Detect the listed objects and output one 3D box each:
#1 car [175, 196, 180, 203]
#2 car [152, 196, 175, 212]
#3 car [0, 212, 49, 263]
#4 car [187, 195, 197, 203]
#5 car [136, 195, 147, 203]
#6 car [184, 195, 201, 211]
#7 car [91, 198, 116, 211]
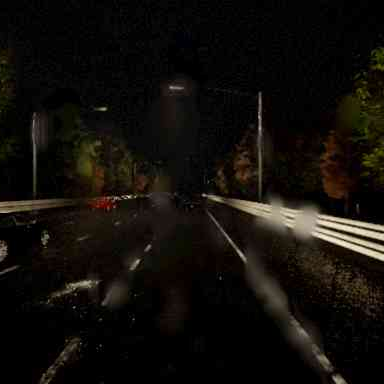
[{"bbox_3d":[-3.494,1.492,69.909,1.994,1.385,4.181,0,0,0],"label":"car"},{"bbox_3d":[-3.492,1.506,38.588,2.033,1.411,5.357,0,0,0],"label":"car"},{"bbox_3d":[-6.899,1.461,11.905,1.882,1.535,5.008,0,0,0],"label":"car"},{"bbox_3d":[0.006,1.417,69.992,1.882,1.535,5.008,0,0,0],"label":"car"},{"bbox_3d":[-10.494,1.465,69.236,2.128,1.511,4.902,0,0,0],"label":"car"},{"bbox_3d":[0.022,1.435,39.887,1.882,1.535,5.008,0,0,0],"label":"car"},{"bbox_3d":[-10.480,1.435,39.643,1.882,1.535,5.008,0,0,0],"label":"car"}]
